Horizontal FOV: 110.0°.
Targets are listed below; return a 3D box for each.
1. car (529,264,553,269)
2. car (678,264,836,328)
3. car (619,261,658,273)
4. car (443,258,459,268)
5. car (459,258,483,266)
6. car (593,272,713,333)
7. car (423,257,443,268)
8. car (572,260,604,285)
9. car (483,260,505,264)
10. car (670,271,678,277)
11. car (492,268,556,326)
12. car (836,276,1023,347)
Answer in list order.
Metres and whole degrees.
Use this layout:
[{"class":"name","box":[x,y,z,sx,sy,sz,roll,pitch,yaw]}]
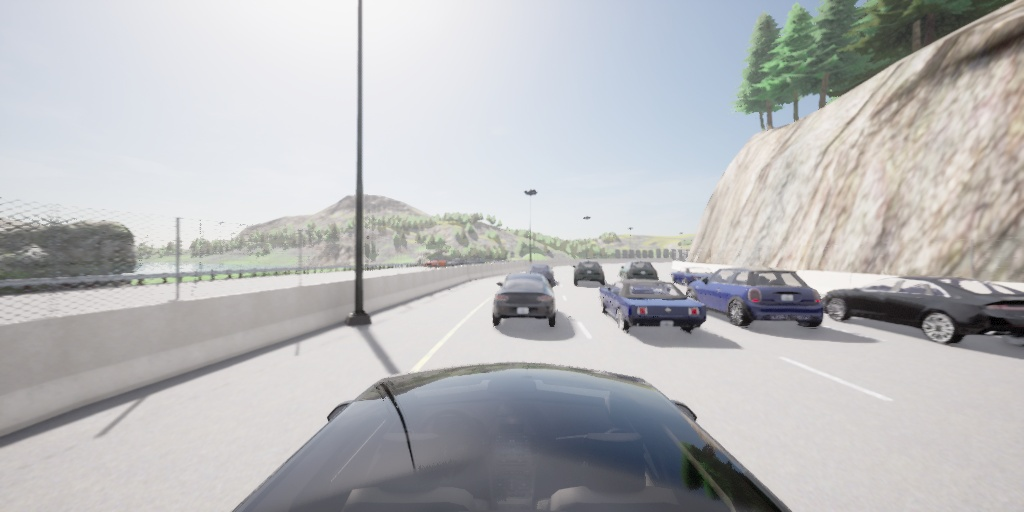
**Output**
[{"class":"car","box":[2.164,1.305,27.407,1.994,1.385,4.181,0,0,9]},{"class":"car","box":[7.469,1.124,11.656,2.097,1.767,4.553,0,0,4]},{"class":"car","box":[9.002,1.119,25.841,2.097,1.767,4.553,0,0,9]},{"class":"car","box":[-8.819,1.183,57.920,1.837,1.490,4.892,0,0,17]},{"class":"car","box":[-5.915,1.044,55.477,2.097,1.767,4.553,0,0,17]},{"class":"car","box":[3.897,1.359,10.884,1.895,1.301,4.718,0,0,4]},{"class":"car","box":[-12.430,1.018,58.103,2.097,1.767,4.553,0,0,17]},{"class":"car","box":[5.519,1.105,26.200,2.097,1.767,4.553,0,0,9]},{"class":"car","box":[-2.333,1.307,55.235,1.895,1.301,4.718,0,0,17]},{"class":"car","box":[12.300,1.382,24.360,1.895,1.301,4.718,0,0,9]},{"class":"car","box":[0.449,1.271,11.639,1.812,1.442,4.674,0,0,4]},{"class":"car","box":[10.812,1.276,9.561,2.128,1.511,4.902,0,0,5]}]
